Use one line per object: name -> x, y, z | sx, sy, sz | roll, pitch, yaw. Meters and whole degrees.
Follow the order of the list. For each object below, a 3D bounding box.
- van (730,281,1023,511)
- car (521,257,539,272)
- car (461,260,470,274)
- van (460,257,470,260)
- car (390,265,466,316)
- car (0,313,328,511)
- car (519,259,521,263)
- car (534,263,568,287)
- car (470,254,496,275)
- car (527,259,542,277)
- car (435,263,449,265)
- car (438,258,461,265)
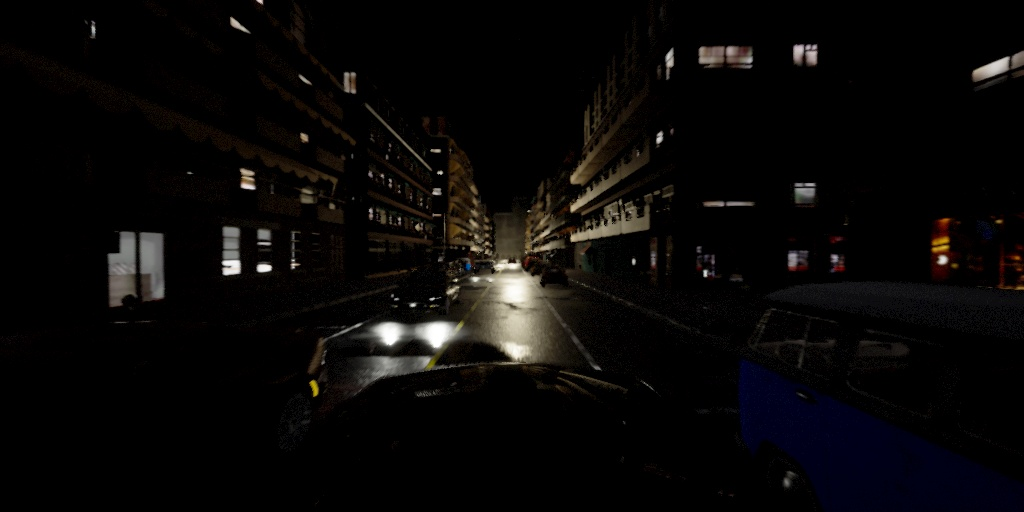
van -> 2.691, 1.077, 1.426 | 1.690, 1.789, 3.998 | 0, 0, 0
car -> 2.709, 1.052, 46.243 | 2.192, 1.841, 5.009 | 0, 0, 0
car -> -5.643, 1.330, 35.070 | 2.007, 1.370, 4.403 | 0, 0, 0
van -> -5.641, 1.121, 40.672 | 1.690, 1.789, 3.998 | 0, 0, 0
car -> -3.086, 1.270, 13.599 | 1.837, 1.490, 4.892 | 0, 0, 0
car -> -3.100, 1.244, 2.158 | 1.882, 1.535, 5.008 | 0, 0, 0
car -> 2.714, 1.052, 57.447 | 2.192, 1.841, 5.009 | 0, 0, 0
car -> 2.700, 1.318, 23.834 | 1.802, 1.307, 4.207 | 0, 0, 0
car -> -2.989, 0.797, 39.906 | 2.150, 2.045, 5.566 | 0, 0, 0
car -> 2.705, 1.262, 35.209 | 1.751, 1.417, 4.829 | 0, 0, 0
car -> -5.648, 1.361, 23.867 | 1.802, 1.307, 4.207 | 0, 0, 0
car -> -5.645, 1.219, 29.468 | 1.967, 1.591, 4.097 | 0, 0, 0
